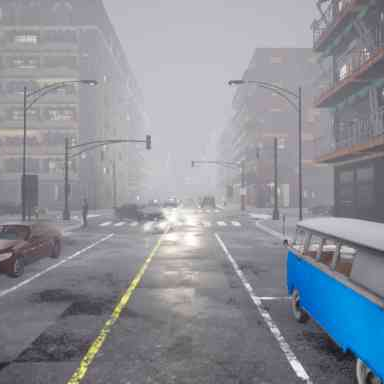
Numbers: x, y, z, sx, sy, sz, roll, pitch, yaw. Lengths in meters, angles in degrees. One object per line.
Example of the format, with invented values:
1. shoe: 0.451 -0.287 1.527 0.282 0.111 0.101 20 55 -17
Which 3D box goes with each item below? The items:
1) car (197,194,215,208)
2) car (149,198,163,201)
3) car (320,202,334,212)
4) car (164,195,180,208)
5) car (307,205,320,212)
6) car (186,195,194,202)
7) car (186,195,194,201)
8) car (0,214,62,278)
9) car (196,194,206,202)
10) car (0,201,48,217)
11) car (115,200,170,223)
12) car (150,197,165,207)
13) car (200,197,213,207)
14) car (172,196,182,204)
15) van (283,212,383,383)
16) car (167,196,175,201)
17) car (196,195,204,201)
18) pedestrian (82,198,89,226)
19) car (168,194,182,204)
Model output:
1. car: 2.320 1.353 48.297 2.192 1.841 5.009 1 0 0
2. car: -5.565 1.604 48.207 1.947 1.339 4.313 1 0 0
3. car: 13.591 1.452 28.077 4.403 1.369 2.008 0 -1 0
4. car: -3.110 1.602 48.453 1.994 1.385 4.181 0 0 -1
5. car: 14.172 1.617 33.493 4.718 1.301 1.895 0 -1 -3
6. car: -0.431 1.658 78.282 1.994 1.385 4.181 0 0 0
7. car: -0.486 1.538 88.291 2.033 1.411 5.357 0 0 0
8. car: -5.354 1.588 10.127 1.802 1.307 4.206 1 0 0
9. car: 2.131 1.444 81.655 2.192 1.841 5.009 1 0 0
10. car: -15.788 1.532 30.505 4.902 1.511 2.128 0 -1 -1
11. car: -4.161 1.542 25.775 2.033 1.411 5.357 0 0 -36
12. car: -5.595 1.610 53.768 1.947 1.339 4.313 1 0 0
13. car: 2.284 1.569 54.026 1.752 1.417 4.829 1 0 0
14. car: -3.136 1.602 68.545 1.812 1.442 4.674 0 0 0
15. van: 2.529 1.343 4.585 1.690 1.788 3.998 1 0 0
16. car: -5.813 1.718 92.531 1.752 1.417 4.829 1 0 0
17. car: 2.098 1.601 87.218 1.967 1.590 4.097 1 0 0
18. pedestrian: -7.036 1.311 21.885 0.375 1.860 0.375 1 -1 0
19. car: -3.148 1.576 58.343 1.812 1.442 4.674 0 0 0
